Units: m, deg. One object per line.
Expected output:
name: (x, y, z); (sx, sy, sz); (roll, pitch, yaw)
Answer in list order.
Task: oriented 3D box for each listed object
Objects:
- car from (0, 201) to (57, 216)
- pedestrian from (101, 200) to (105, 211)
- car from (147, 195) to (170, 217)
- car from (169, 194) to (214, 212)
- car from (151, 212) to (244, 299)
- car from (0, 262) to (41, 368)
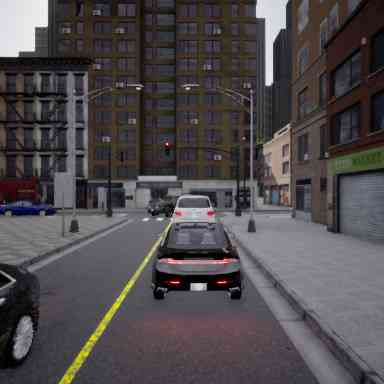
car: (-15.472, 1.577, 31.624); (5.008, 1.535, 1.882); (0, 0, -2)
pedestrian: (-10.156, 1.497, 37.932); (0.375, 1.300, 0.375); (0, 0, -1)
car: (-1.561, 1.216, 30.561); (2.150, 2.045, 5.566); (-2, -2, 42)
car: (0.100, 1.215, 18.861); (2.150, 2.045, 5.566); (0, 0, 0)
car: (0.101, 1.490, 8.407); (2.128, 1.511, 4.902); (0, 0, 0)
car: (-3.101, 1.505, 2.955); (1.837, 1.490, 4.892); (0, 0, 0)
